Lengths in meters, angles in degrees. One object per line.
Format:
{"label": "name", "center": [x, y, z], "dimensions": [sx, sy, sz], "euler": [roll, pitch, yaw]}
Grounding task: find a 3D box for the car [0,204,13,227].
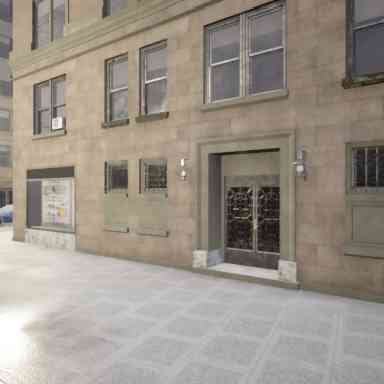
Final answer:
{"label": "car", "center": [-11.884, 1.510, 23.025], "dimensions": [2.033, 1.411, 5.357], "euler": [0, 0, 39]}
